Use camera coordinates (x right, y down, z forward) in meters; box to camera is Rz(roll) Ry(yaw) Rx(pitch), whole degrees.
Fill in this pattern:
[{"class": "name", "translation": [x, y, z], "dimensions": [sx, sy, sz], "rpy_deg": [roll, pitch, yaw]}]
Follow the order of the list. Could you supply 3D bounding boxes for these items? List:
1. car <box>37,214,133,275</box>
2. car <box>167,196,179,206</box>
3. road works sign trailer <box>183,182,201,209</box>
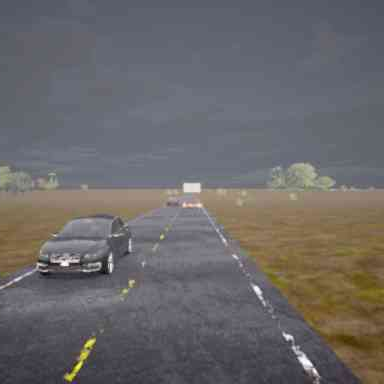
[{"class": "car", "translation": [-3.102, 1.509, 10.532], "dimensions": [1.837, 1.490, 4.892], "rpy_deg": [0, 0, 0]}, {"class": "car", "translation": [-3.062, 1.500, 54.209], "dimensions": [1.882, 1.535, 5.008], "rpy_deg": [0, 0, 0]}, {"class": "road works sign trailer", "translation": [-0.006, 0.482, 44.475], "dimensions": [2.380, 3.560, 2.880], "rpy_deg": [0, 0, 0]}]
